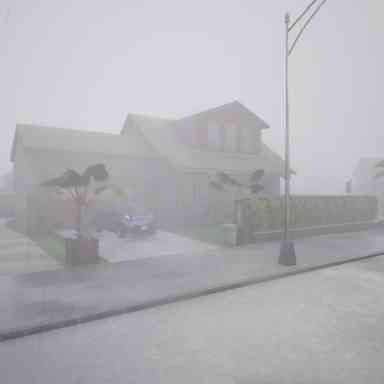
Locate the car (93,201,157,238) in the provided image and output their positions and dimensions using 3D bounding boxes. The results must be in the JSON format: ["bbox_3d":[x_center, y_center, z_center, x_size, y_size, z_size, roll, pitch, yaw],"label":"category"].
[{"bbox_3d":[-3.094,1.174,15.242,1.845,1.501,3.633,0,0,-38],"label":"car"}]
